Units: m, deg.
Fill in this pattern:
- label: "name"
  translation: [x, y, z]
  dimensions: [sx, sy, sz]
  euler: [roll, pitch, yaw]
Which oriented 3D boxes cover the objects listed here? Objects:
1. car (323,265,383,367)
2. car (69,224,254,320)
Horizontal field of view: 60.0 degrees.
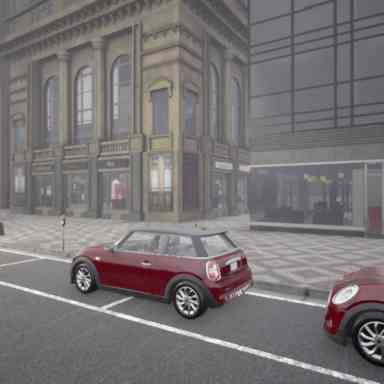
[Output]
- label: "car"
  translation: [3.919, 1.440, 4.346]
  dimensions: [4.097, 1.590, 1.967]
  euler: [0, 0, 33]
- label: "car"
  translation: [-0.835, 1.443, 7.378]
  dimensions: [4.097, 1.590, 1.967]
  euler: [0, 0, 33]
